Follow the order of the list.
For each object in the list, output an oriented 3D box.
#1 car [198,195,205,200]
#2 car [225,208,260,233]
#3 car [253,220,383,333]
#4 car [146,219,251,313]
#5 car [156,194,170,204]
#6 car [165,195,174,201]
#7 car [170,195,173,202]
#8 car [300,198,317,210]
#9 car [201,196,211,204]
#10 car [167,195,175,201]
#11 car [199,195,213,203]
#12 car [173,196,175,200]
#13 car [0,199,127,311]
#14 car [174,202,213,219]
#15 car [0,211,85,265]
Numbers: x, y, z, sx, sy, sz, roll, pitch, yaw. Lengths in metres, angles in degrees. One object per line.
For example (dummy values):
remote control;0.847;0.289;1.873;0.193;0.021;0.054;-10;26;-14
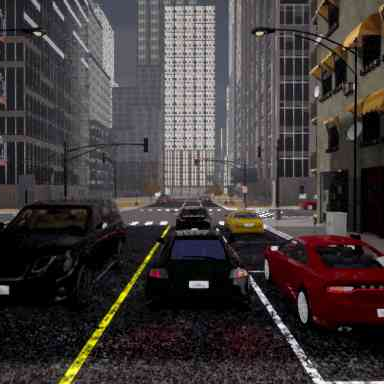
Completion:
car;2.787;1.581;94.781;1.802;1.307;4.206;-1;0;0
car;2.701;1.523;18.067;1.752;1.417;4.829;-1;0;0
car;2.690;1.544;6.850;1.887;1.381;4.507;-1;0;0
car;0.112;1.563;7.734;1.994;1.385;4.181;0;0;0
car;-5.631;1.542;61.433;1.887;1.381;4.507;-1;0;0
car;-5.608;1.524;83.501;1.752;1.417;4.829;-1;0;0
car;-5.627;1.312;66.993;2.192;1.841;5.009;-1;0;0
car;14.292;1.255;37.009;4.507;1.381;1.887;-1;1;0
car;2.755;1.522;67.152;1.752;1.417;4.829;-1;0;0
car;-5.600;1.543;89.230;1.887;1.381;4.507;-1;0;0
car;2.748;1.437;61.423;1.967;1.590;4.097;-1;0;0
car;-5.621;1.312;72.553;2.192;1.841;5.009;-1;0;0
car;-3.077;1.219;8.115;2.150;2.045;5.566;0;0;0
car;0.096;1.503;17.719;1.837;1.490;4.892;0;0;-1
car;-5.685;1.543;12.397;1.887;1.381;4.507;-1;0;0
